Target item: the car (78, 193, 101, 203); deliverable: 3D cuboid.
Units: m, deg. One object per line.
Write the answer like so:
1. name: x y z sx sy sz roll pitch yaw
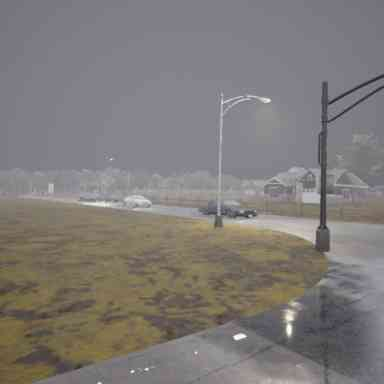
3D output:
1. car: -16.619 0.922 52.936 1.837 1.490 4.892 2 -1 -35

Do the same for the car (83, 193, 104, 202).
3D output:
1. car: -18.166 1.007 61.169 2.033 1.411 5.357 2 -1 -35

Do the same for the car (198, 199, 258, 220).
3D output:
1. car: 2.614 1.280 25.773 2.033 1.411 5.357 2 0 -35

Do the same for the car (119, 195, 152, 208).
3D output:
1. car: -6.355 1.084 38.375 1.812 1.442 4.674 2 -1 -35

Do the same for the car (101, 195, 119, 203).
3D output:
1. car: -12.366 1.087 53.019 1.994 1.385 4.181 2 -1 -35
